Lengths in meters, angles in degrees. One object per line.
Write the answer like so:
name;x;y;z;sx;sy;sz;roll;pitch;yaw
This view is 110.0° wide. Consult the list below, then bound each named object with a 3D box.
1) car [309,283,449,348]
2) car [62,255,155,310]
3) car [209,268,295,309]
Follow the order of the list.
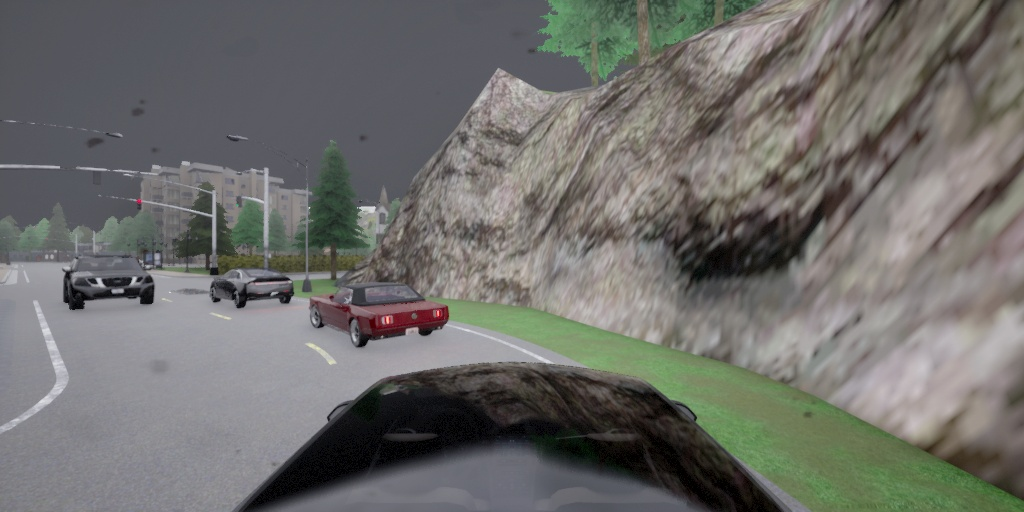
car;-3.713;1.349;9.393;1.895;1.301;4.718;0;0;-44
car;-16.875;0.965;14.956;5.566;2.045;2.150;0;0;36
car;-11.016;1.239;15.103;4.902;1.511;2.128;0;0;36
